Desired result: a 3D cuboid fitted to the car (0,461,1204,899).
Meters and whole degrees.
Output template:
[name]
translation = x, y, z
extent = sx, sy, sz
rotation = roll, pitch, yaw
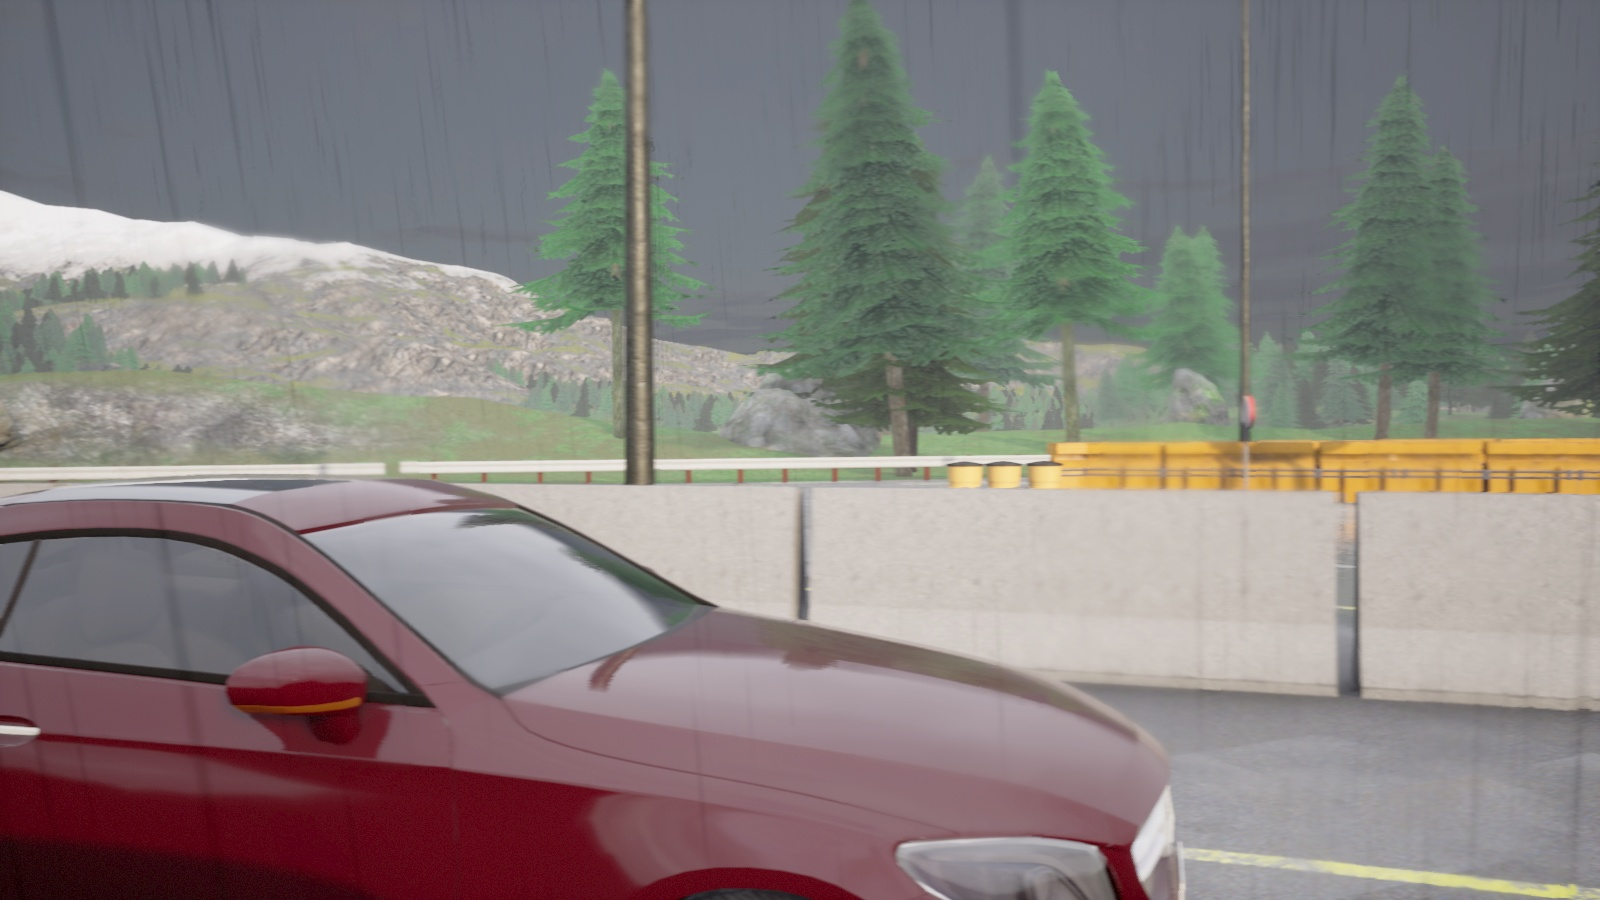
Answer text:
[car]
translation = -1.327, 0.791, 3.634
extent = 4.674, 1.442, 1.812
rotation = 0, 1, 16
